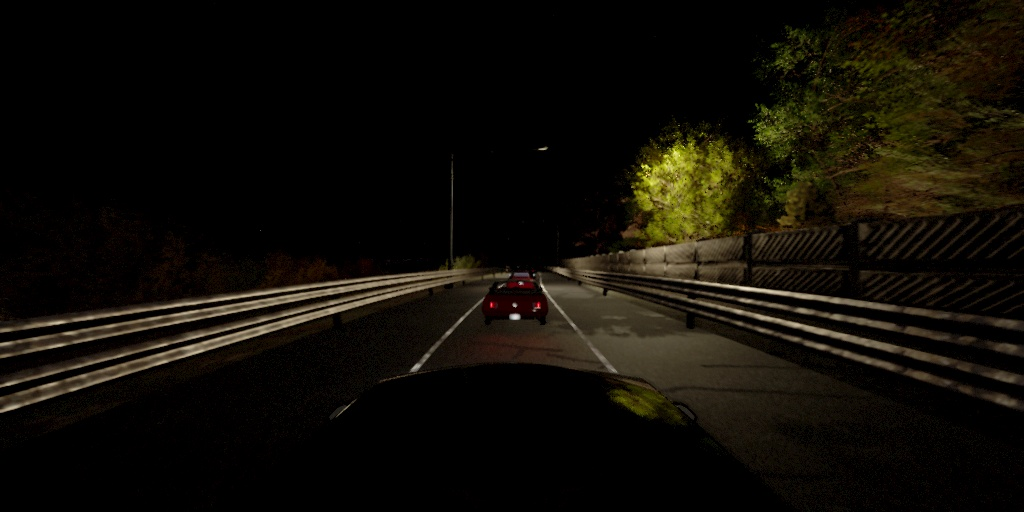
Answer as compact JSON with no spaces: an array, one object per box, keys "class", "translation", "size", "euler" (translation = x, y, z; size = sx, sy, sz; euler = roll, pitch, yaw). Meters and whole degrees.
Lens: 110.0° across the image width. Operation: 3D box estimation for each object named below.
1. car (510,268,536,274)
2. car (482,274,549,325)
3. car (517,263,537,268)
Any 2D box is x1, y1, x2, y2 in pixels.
[{"class":"car","translation":[0.680,1.710,25.001],"size":[1.994,1.385,4.181],"euler":[0,-1,3]},{"class":"car","translation":[0.138,1.444,12.216],"size":[1.895,1.301,4.718],"euler":[0,-1,1]},{"class":"car","translation":[1.804,1.814,42.860],"size":[2.150,2.045,5.566],"euler":[0,-1,4]}]
